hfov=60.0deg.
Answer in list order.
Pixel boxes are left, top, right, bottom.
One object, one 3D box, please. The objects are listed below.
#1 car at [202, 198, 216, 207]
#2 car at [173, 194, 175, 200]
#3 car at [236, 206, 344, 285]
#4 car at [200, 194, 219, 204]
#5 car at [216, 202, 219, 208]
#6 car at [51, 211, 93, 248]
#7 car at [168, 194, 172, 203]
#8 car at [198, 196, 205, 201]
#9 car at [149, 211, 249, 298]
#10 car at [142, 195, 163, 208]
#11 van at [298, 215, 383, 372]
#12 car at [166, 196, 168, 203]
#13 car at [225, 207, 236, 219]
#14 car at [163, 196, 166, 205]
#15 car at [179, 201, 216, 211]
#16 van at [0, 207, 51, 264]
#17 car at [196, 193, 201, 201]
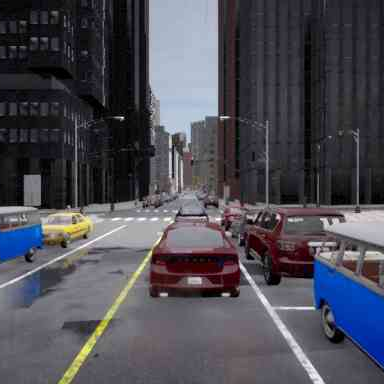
[{"bbox_3d":[2.712,1.601,53.134,1.947,1.339,4.313,0,0,0],"label":"car"},{"bbox_3d":[-5.839,1.636,81.351,1.887,1.381,4.507,0,0,0],"label":"car"},{"bbox_3d":[2.753,1.317,9.398,2.192,1.841,5.009,0,0,0],"label":"car"},{"bbox_3d":[2.716,1.343,47.490,2.192,1.841,5.009,0,0,0],"label":"car"},{"bbox_3d":[2.742,1.550,20.449,1.887,1.381,4.507,0,0,0],"label":"car"},{"bbox_3d":[-5.780,1.529,14.757,1.752,1.417,4.829,0,0,0],"label":"car"},{"bbox_3d":[-5.828,1.630,70.065,1.947,1.339,4.313,0,0,0],"label":"car"},{"bbox_3d":[2.677,1.688,92.641,1.947,1.339,4.313,0,0,0],"label":"car"},{"bbox_3d":[0.060,1.479,8.587,1.882,1.535,5.008,0,0,0],"label":"car"},{"bbox_3d":[-5.809,1.343,47.492,2.192,1.841,5.009,0,0,0],"label":"car"},{"bbox_3d":[2.759,1.342,3.872,1.690,1.788,3.998,0,0,0],"label":"van"},{"bbox_3d":[-5.818,1.608,58.778,1.947,1.339,4.313,0,0,0],"label":"car"},{"bbox_3d":[2.748,1.554,14.924,2.008,1.369,4.403,0,0,0],"label":"car"},{"bbox_3d":[-5.814,1.350,53.135,2.192,1.841,5.009,0,0,0],"label":"car"},{"bbox_3d":[-0.015,1.497,18.996,2.128,1.511,4.902,0,0,0],"label":"car"},{"bbox_3d":[-5.777,1.343,9.403,1.690,1.788,3.998,0,0,0],"label":"van"},{"bbox_3d":[2.682,1.652,86.996,1.887,1.381,4.507,0,0,0],"label":"car"}]
